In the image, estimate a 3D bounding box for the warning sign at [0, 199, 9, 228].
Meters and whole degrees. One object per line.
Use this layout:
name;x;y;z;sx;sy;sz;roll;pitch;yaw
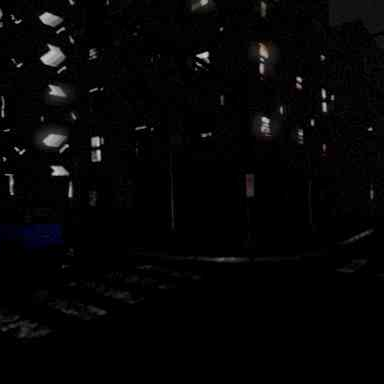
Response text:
warning sign;-12.854;1.422;21.608;1.060;1.860;1.300;-2;0;39

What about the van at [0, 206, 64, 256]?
van;-6.948;1.499;13.731;3.998;1.788;1.690;-2;0;39
